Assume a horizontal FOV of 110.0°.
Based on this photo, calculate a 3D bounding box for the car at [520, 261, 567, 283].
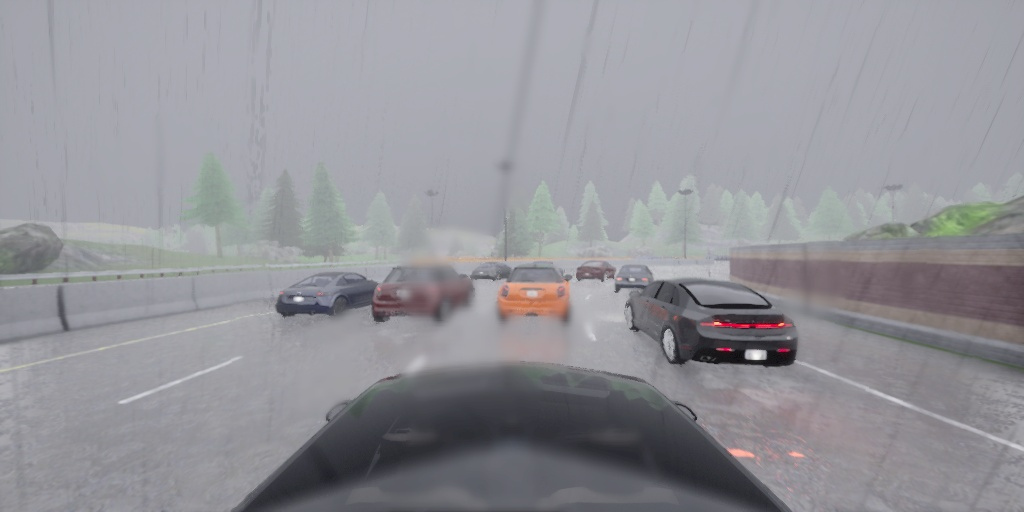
[{"bbox_3d":[2.478,1.107,26.695,1.812,1.442,4.674,0,0,28],"label":"car"}]

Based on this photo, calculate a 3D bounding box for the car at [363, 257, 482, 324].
[{"bbox_3d":[-2.646,1.035,11.895,2.097,1.767,4.553,0,0,8],"label":"car"}]

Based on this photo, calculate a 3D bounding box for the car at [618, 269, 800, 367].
[{"bbox_3d":[3.858,1.215,7.825,1.837,1.490,4.892,0,1,4],"label":"car"}]

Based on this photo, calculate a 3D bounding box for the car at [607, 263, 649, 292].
[{"bbox_3d":[6.796,1.178,19.778,2.033,1.411,5.357,0,0,22],"label":"car"}]

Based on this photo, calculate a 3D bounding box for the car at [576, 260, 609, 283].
[{"bbox_3d":[6.326,1.061,26.381,1.882,1.535,5.008,0,0,30],"label":"car"}]

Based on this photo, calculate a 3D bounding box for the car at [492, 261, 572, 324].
[{"bbox_3d":[0.903,1.035,11.943,2.097,1.767,4.553,0,0,9],"label":"car"}]

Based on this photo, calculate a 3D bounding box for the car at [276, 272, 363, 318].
[{"bbox_3d":[-6.055,1.242,12.681,1.994,1.385,4.181,0,0,9],"label":"car"}]

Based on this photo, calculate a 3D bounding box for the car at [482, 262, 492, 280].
[{"bbox_3d":[-1.253,1.143,27.059,1.994,1.385,4.181,0,0,27],"label":"car"}]
